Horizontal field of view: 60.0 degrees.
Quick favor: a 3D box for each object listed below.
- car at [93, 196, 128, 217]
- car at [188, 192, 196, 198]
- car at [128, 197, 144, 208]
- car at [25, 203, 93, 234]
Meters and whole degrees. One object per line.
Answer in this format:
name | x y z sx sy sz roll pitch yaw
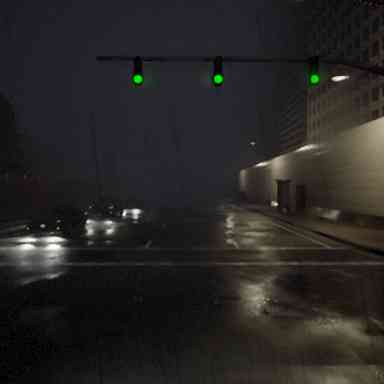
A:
car | -7.094 1.111 27.816 2.097 1.767 4.553 0 0 0
car | 0.008 0.659 86.687 2.128 1.511 4.902 0 0 0
car | -7.084 1.262 40.248 1.895 1.301 4.718 0 0 0
car | -7.099 1.400 17.798 1.994 1.385 4.181 0 0 0
